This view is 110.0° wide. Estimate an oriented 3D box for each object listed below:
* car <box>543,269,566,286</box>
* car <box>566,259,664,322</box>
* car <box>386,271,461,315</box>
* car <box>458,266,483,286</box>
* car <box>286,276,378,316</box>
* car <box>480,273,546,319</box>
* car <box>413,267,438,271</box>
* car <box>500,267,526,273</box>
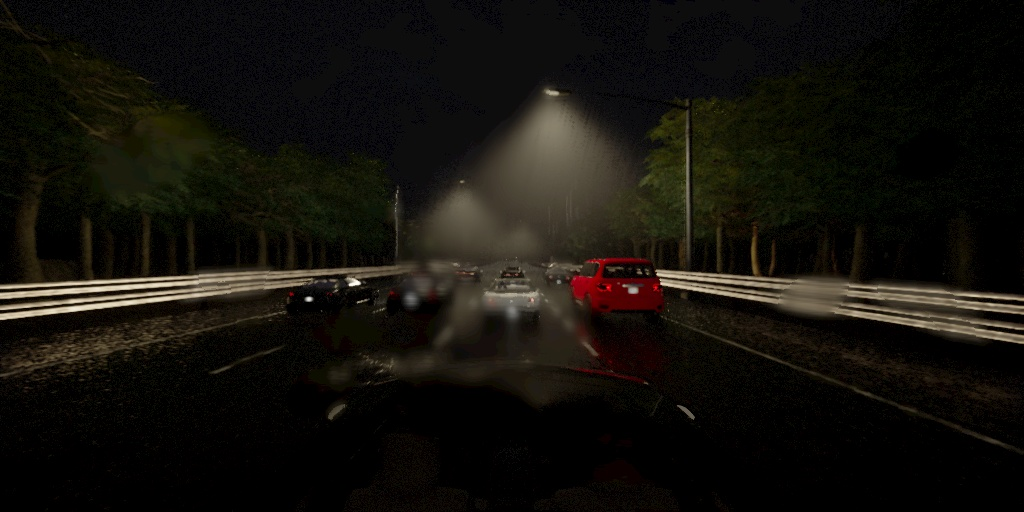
[{"bbox_3d":[3.548,1.687,28.585,1.895,1.301,4.718,0,-1,0],"label":"car"},{"bbox_3d":[3.540,1.114,13.070,2.150,2.045,5.566,0,0,1],"label":"car"},{"bbox_3d":[-3.448,1.471,14.359,1.994,1.385,4.181,0,-1,1],"label":"car"},{"bbox_3d":[-3.447,1.586,29.180,2.128,1.511,4.902,0,-1,1],"label":"car"},{"bbox_3d":[-6.949,1.471,14.306,1.994,1.385,4.181,0,-1,0],"label":"car"},{"bbox_3d":[0.045,1.498,13.576,1.895,1.301,4.718,0,-1,1],"label":"car"},{"bbox_3d":[-6.946,1.601,29.189,1.837,1.490,4.892,0,0,0],"label":"car"},{"bbox_3d":[0.054,1.600,29.191,1.837,1.490,4.892,0,0,0],"label":"car"}]
